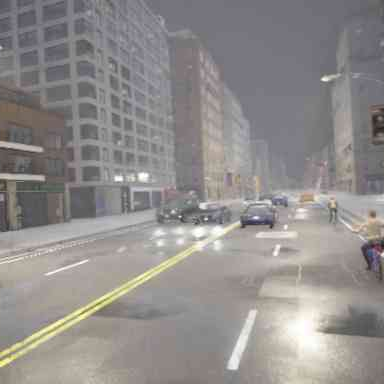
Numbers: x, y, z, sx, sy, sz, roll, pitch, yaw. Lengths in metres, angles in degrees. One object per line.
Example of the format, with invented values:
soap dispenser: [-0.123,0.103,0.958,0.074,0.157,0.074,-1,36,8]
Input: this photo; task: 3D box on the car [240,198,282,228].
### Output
car: [4.202,1.371,20.516,1.994,1.385,4.181,-3,0,18]

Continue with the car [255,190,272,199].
car: [12.963,0.636,58.182,2.150,2.045,5.566,-3,0,19]

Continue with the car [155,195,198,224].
car: [-0.950,1.318,26.321,2.150,2.045,5.566,-3,0,18]

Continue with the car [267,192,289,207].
car: [10.412,1.031,39.492,1.812,1.442,4.674,-3,0,18]

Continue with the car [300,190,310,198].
car: [22.797,0.390,67.221,1.837,1.490,4.892,-3,0,18]

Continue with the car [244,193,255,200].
car: [11.043,1.012,62.664,1.837,1.490,4.892,-3,0,19]

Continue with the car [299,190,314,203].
car: [16.471,0.669,47.672,1.882,1.535,5.008,-3,0,18]

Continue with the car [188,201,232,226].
car: [1.510,1.523,23.349,1.994,1.385,4.181,-3,0,18]

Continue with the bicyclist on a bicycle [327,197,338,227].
bicyclist on a bicycle: [7.546,1.073,17.774,0.582,1.620,1.656,-3,0,18]

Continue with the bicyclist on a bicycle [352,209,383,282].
bicyclist on a bicycle: [4.347,1.213,7.990,0.866,1.612,1.509,-3,0,18]
